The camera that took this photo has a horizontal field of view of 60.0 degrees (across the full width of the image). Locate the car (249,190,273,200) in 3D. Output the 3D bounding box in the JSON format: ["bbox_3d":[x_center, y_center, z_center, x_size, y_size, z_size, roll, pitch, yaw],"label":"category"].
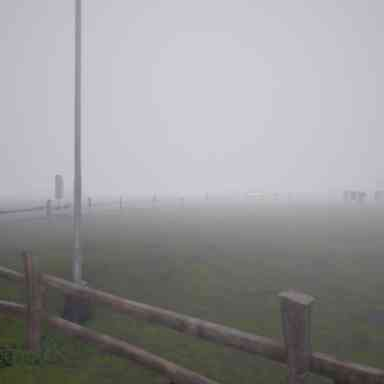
[{"bbox_3d":[10.882,0.459,52.396,5.008,1.535,1.882,-1,1,-44],"label":"car"}]
